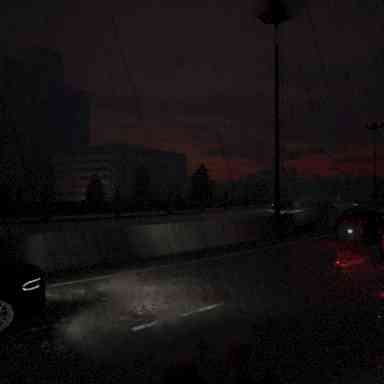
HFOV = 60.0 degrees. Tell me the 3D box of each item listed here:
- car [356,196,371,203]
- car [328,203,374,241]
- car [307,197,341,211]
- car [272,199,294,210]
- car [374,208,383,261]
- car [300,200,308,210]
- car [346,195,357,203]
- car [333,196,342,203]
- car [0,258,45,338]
[{"bbox_3d":[36.024,1.851,69.056,1.994,1.385,4.181,0,0,33],"label":"car"},{"bbox_3d":[8.962,1.560,17.093,1.837,1.490,4.892,0,0,43],"label":"car"},{"bbox_3d":[13.997,1.639,35.132,1.837,1.490,4.892,0,0,34],"label":"car"},{"bbox_3d":[12.509,1.688,45.655,1.837,1.490,4.892,0,-1,33],"label":"car"},{"bbox_3d":[8.177,1.389,11.319,4.553,1.767,2.097,0,0,-44],"label":"car"},{"bbox_3d":[15.753,1.739,44.229,1.994,1.385,4.181,0,0,33],"label":"car"},{"bbox_3d":[37.894,1.679,78.418,2.150,2.045,5.566,0,-2,33],"label":"car"},{"bbox_3d":[34.305,1.812,79.310,2.097,1.767,4.553,0,-2,33],"label":"car"},{"bbox_3d":[-4.829,1.474,4.789,5.008,1.535,1.882,0,0,-36],"label":"car"}]
